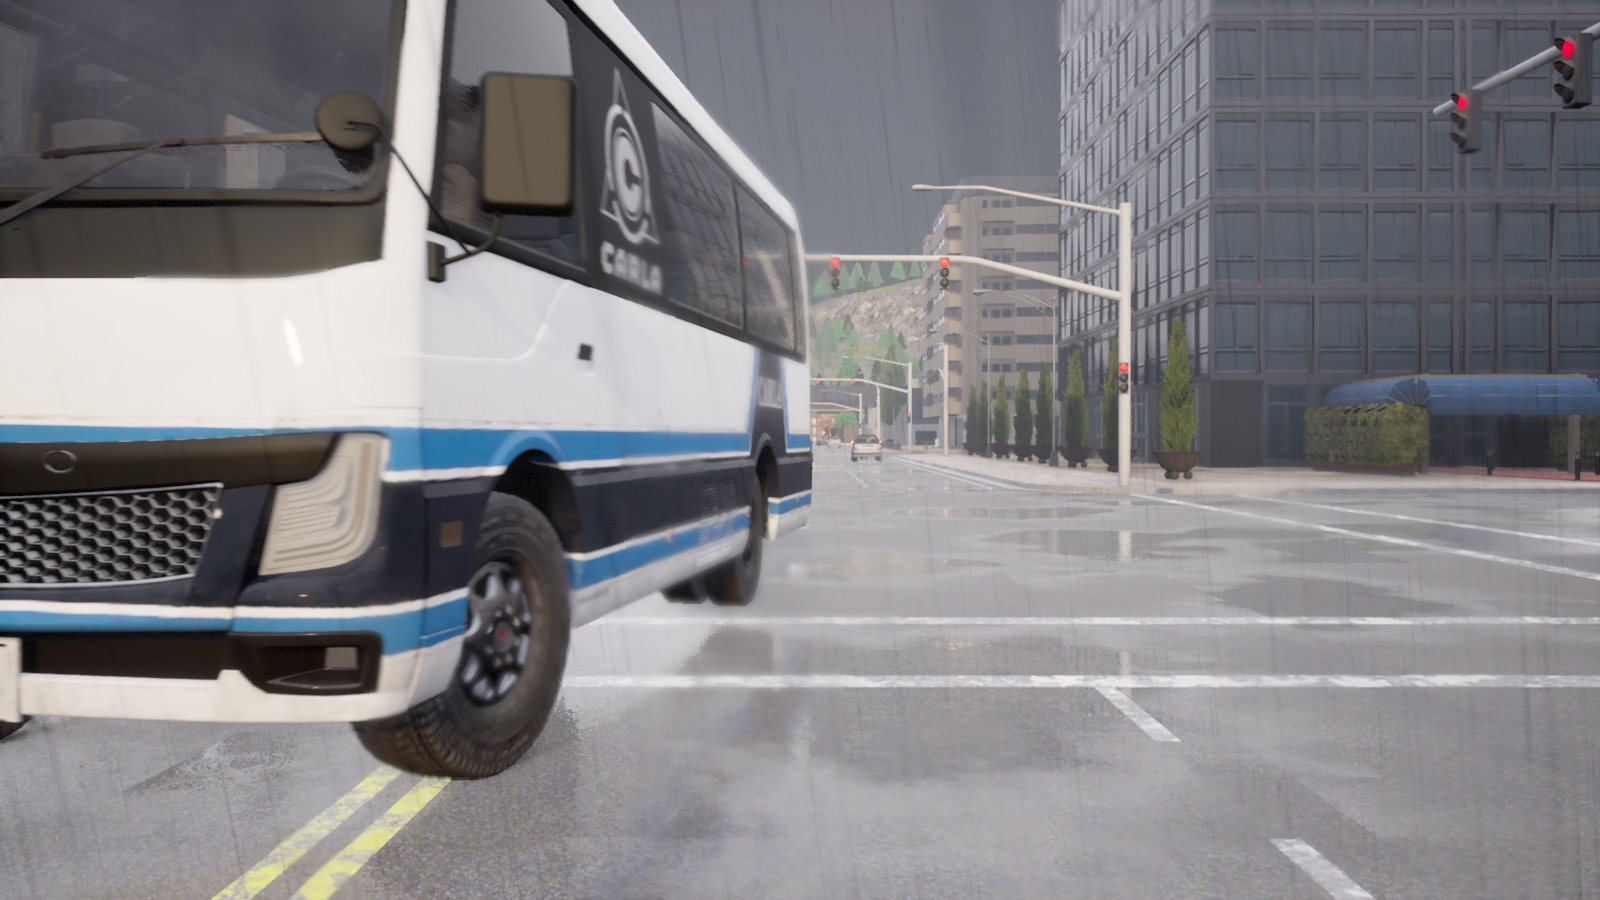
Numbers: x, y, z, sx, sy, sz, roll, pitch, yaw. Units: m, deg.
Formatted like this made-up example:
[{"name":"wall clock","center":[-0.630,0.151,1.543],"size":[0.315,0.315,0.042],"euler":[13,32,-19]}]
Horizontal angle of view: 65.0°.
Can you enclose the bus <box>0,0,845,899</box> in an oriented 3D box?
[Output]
[{"name":"bus","center":[-2.333,-0.727,8.650],"size":[3.944,4.253,10.273],"euler":[1,1,9]}]

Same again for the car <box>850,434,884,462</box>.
[{"name":"car","center":[3.928,-0.158,74.127],"size":[1.851,1.617,3.988],"euler":[0,1,1]}]
